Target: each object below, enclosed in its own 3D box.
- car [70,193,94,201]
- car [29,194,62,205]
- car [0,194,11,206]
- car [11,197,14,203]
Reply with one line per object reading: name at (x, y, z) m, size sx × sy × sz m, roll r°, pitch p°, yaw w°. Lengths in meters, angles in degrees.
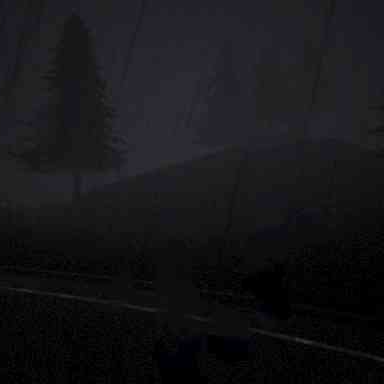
car at (-19.439, 0.868, 58.945) m, size 1.882 × 1.535 × 5.008 m, roll 0°, pitch 1°, yaw 17°
car at (-20.047, 0.986, 45.612) m, size 1.882 × 1.535 × 5.008 m, roll 0°, pitch 1°, yaw 18°
car at (-25.156, 1.133, 41.068) m, size 1.994 × 1.385 × 4.181 m, roll 0°, pitch 1°, yaw 18°
car at (-27.140, 1.038, 46.333) m, size 1.812 × 1.442 × 4.674 m, roll 0°, pitch 0°, yaw 18°
